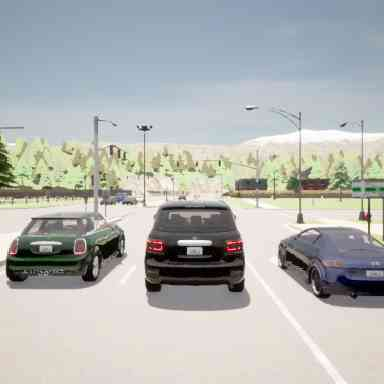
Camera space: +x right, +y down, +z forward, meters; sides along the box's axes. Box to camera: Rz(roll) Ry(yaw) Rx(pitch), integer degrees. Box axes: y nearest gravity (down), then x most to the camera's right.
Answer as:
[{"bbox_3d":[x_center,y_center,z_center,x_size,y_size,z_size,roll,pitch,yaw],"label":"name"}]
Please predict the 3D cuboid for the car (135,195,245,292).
[{"bbox_3d":[0.075,1.221,9.051,2.150,2.045,5.566,0,0,1],"label":"car"}]

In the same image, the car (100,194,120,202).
[{"bbox_3d":[-14.392,1.564,57.206,1.994,1.385,4.181,0,0,1],"label":"car"}]

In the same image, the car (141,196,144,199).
[{"bbox_3d":[-10.658,1.526,67.874,1.812,1.442,4.674,0,0,1],"label":"car"}]

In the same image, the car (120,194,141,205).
[{"bbox_3d":[-10.864,1.547,58.292,2.033,1.411,5.357,0,0,1],"label":"car"}]

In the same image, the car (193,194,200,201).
[{"bbox_3d":[1.116,1.311,83.397,1.882,1.535,5.008,0,0,1],"label":"car"}]

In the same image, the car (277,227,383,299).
[{"bbox_3d":[3.578,1.564,8.505,1.994,1.385,4.181,0,0,0],"label":"car"}]

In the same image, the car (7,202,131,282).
[{"bbox_3d":[-3.417,1.352,9.946,2.097,1.767,4.553,0,0,0],"label":"car"}]

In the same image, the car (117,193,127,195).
[{"bbox_3d":[-14.186,1.221,66.561,2.150,2.045,5.566,0,0,1],"label":"car"}]
